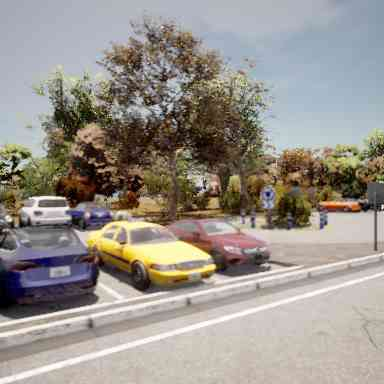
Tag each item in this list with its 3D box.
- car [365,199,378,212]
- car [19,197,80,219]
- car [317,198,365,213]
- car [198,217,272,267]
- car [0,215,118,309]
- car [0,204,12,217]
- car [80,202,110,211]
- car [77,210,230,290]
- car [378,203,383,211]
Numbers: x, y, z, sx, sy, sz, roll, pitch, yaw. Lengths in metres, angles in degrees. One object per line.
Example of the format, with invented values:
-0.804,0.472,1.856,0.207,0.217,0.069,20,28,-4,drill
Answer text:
19.081,1.601,40.091,2.097,1.535,5.008,0,0,-35,car
-9.149,1.312,20.568,2.435,2.045,5.566,1,0,-35,car
16.889,1.461,38.517,2.185,1.767,4.553,0,0,-35,car
0.565,1.624,11.402,2.002,1.452,4.674,0,-1,-35,car
-3.872,1.573,8.280,2.163,1.488,4.792,1,0,-35,car
-11.527,1.417,18.889,2.185,1.767,4.553,1,0,-35,car
-6.842,1.458,22.127,2.185,1.767,4.553,1,0,-35,car
-1.476,1.561,9.713,1.946,1.575,5.366,1,0,-35,car
23.796,1.633,43.421,2.231,1.521,4.892,0,0,-35,car
